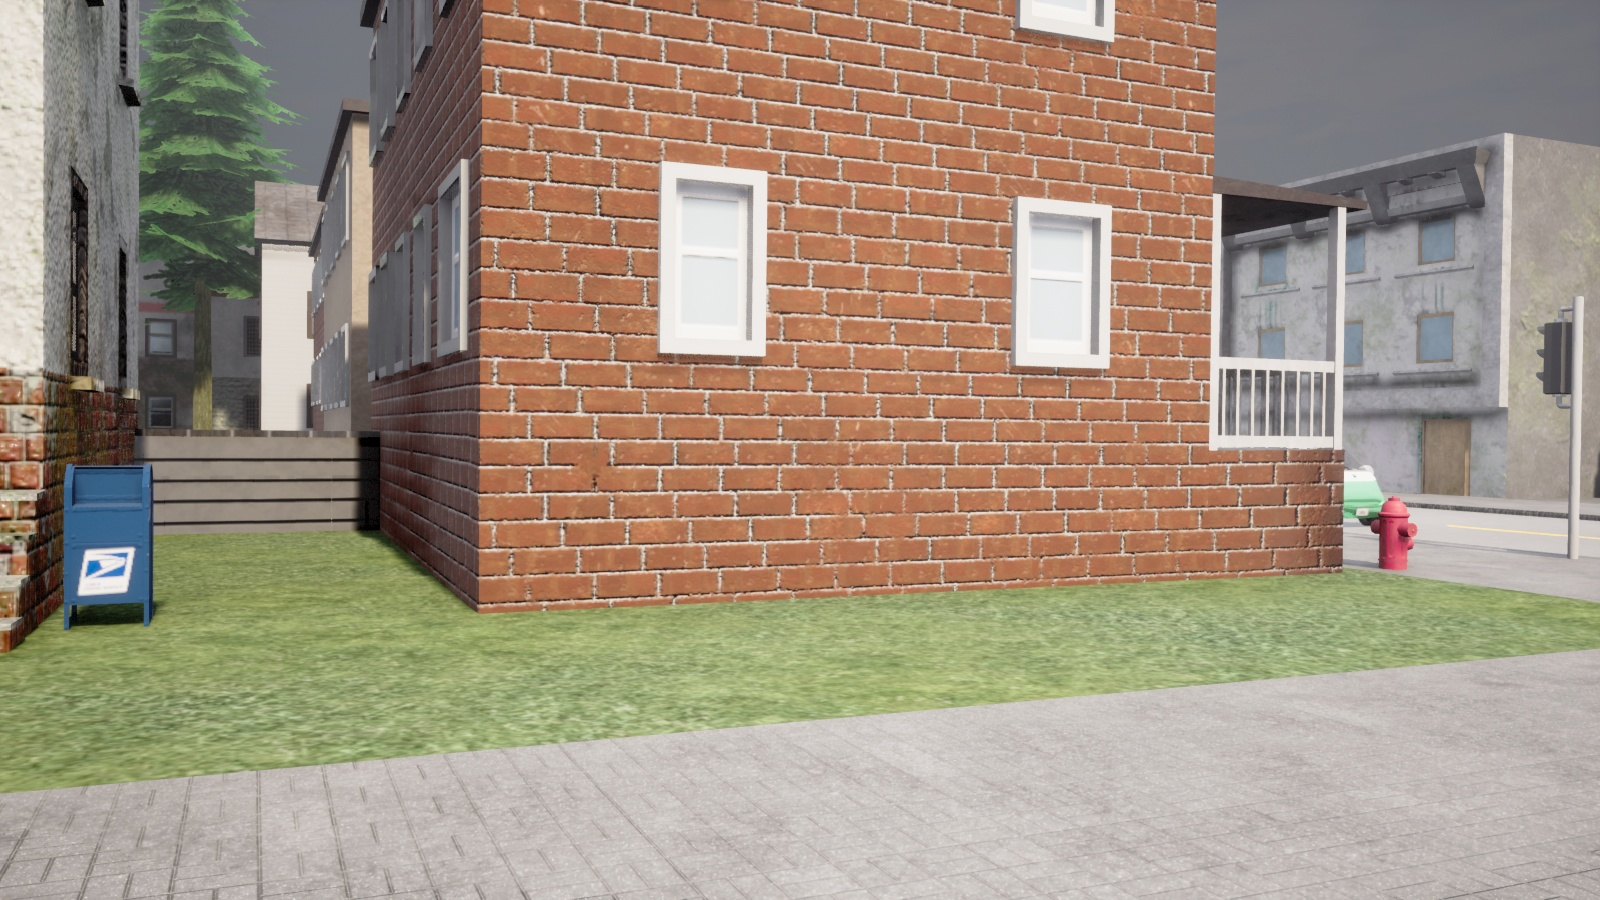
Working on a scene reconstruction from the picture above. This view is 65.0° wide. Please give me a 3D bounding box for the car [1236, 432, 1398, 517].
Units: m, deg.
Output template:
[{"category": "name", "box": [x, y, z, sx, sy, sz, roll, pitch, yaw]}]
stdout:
[{"category": "car", "box": [8.966, 0.399, 21.890, 1.481, 1.376, 2.207, -1, 0, -23]}]
